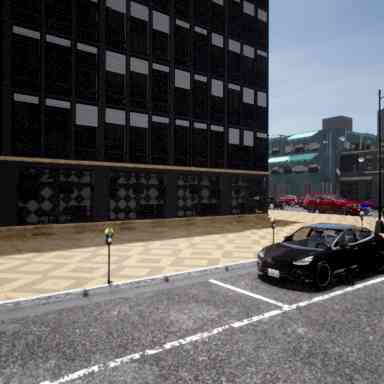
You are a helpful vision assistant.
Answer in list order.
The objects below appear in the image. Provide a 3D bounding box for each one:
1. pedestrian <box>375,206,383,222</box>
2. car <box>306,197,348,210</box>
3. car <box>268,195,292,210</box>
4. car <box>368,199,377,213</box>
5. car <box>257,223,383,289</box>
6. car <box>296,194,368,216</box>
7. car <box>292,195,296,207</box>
[{"bbox_3d":[11.727,1.100,20.498,0.375,1.860,0.375,0,0,-36],"label":"pedestrian"},{"bbox_3d":[15.711,1.341,38.801,1.802,1.307,4.206,1,0,-36],"label":"car"},{"bbox_3d":[8.707,1.187,38.542,1.837,1.490,4.892,0,1,-36],"label":"car"},{"bbox_3d":[14.210,1.322,31.047,1.812,1.442,4.674,0,1,-38],"label":"car"},{"bbox_3d":[3.725,1.566,9.213,4.313,1.339,1.947,0,0,-36],"label":"car"},{"bbox_3d":[12.247,1.101,29.371,2.192,1.841,5.009,1,0,-36],"label":"car"},{"bbox_3d":[12.428,1.131,43.272,1.967,1.590,4.097,1,0,-36],"label":"car"}]
